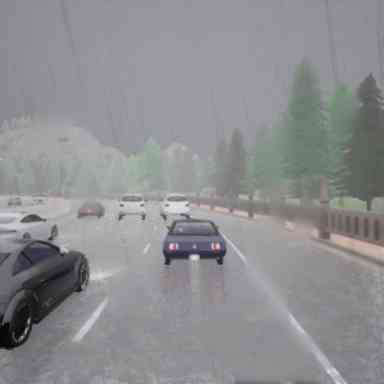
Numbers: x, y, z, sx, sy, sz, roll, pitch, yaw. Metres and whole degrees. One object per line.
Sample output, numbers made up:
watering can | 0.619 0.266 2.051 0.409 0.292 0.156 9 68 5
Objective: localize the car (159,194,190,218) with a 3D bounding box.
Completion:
car | -1.549 1.191 28.425 2.150 2.045 5.566 0 0 -9

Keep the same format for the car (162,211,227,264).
car | 0.019 1.588 11.772 1.895 1.301 4.718 0 0 -1

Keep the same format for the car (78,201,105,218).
car | -8.936 1.531 29.773 1.994 1.385 4.181 0 0 -10

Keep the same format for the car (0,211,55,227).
car | -7.079 1.511 13.531 1.812 1.442 4.674 0 0 -2

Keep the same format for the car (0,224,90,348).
car | -3.407 1.557 6.248 1.994 1.385 4.181 0 0 0

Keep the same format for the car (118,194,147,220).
car | -5.073 1.191 28.358 2.150 2.045 5.566 0 0 -10
